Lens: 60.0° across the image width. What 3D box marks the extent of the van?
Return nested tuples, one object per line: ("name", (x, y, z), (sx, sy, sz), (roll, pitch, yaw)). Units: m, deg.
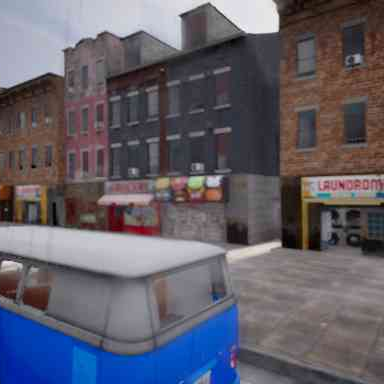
("van", (-1.431, 1.360, 3.840), (3.998, 1.788, 1.690), (0, -1, 35))
